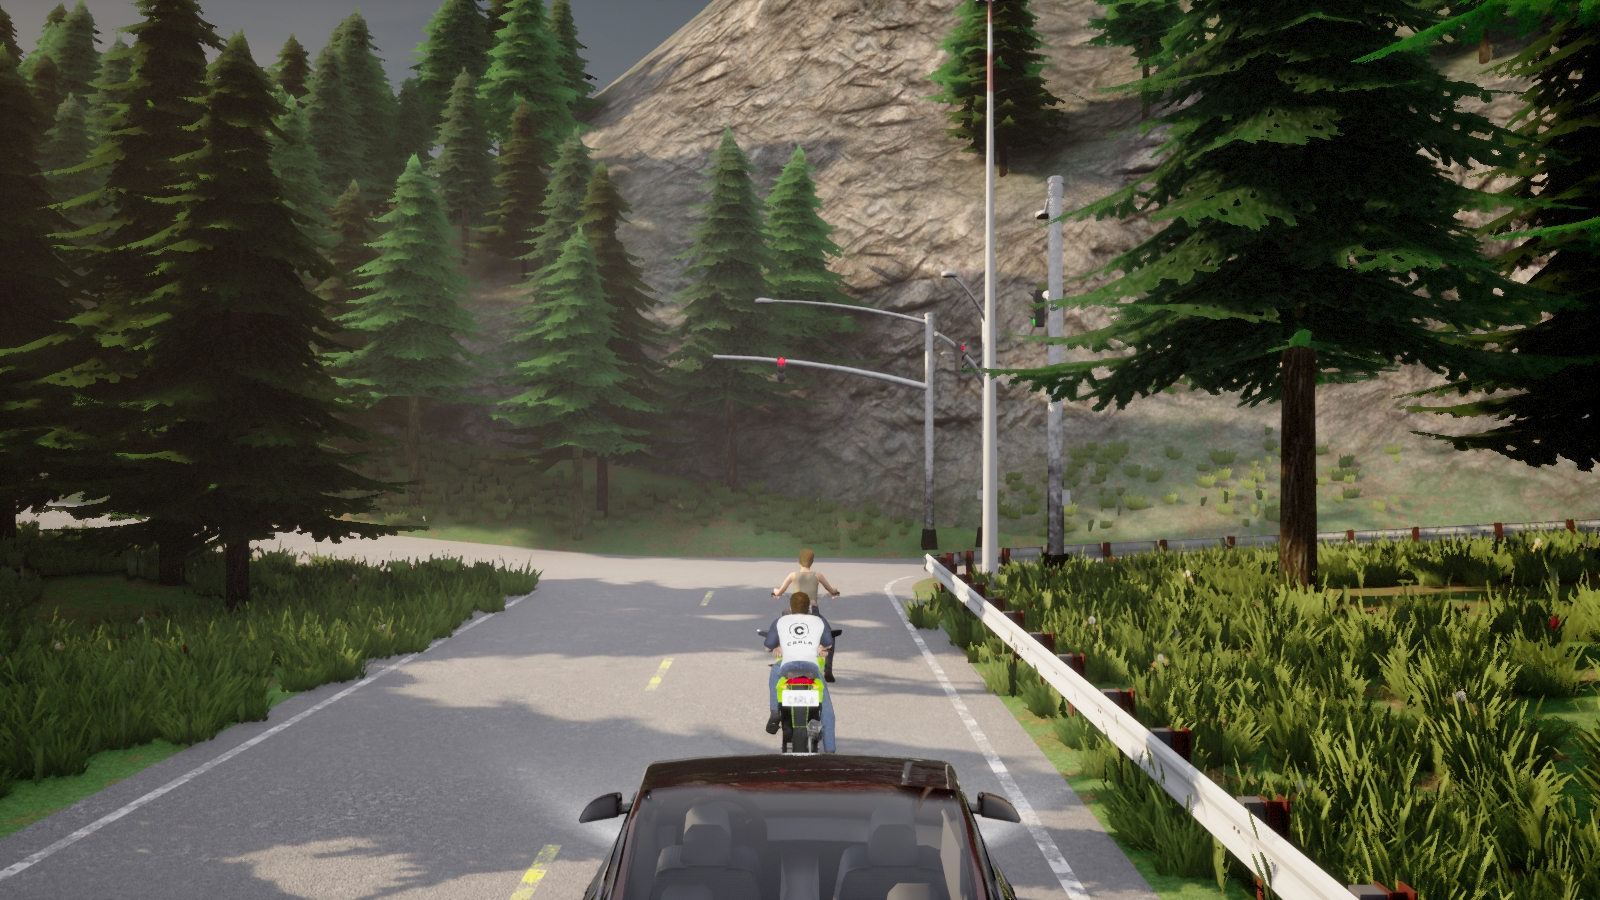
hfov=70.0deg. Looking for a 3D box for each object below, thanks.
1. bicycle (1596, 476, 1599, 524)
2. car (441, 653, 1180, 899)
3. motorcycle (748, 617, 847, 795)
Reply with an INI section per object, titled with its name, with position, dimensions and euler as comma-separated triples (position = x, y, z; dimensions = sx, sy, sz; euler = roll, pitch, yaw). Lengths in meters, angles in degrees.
[bicycle]
position = 21.727, 1.355, 29.474
dimensions = 1.835, 1.471, 0.329
euler = -5, -2, 26
[car]
position = 0.029, 2.063, 5.012
dimensions = 2.163, 1.488, 4.792
euler = 0, 0, 0
[motorcycle]
position = -0.020, 2.213, 10.238
dimensions = 0.803, 1.145, 2.033
euler = 0, 0, 0
